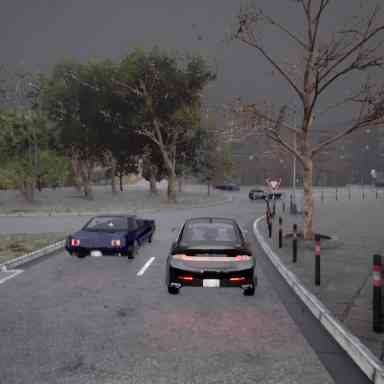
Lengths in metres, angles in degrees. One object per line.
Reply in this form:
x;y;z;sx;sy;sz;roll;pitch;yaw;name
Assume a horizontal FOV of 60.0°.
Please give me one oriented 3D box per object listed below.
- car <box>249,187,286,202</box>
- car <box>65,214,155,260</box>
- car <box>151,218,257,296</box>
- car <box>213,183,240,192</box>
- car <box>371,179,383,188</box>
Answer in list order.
7.953;0.189;34.731;4.902;1.511;2.128;-3;4;-43;car
-2.569;1.420;11.771;1.895;1.301;4.718;0;2;4;car
0.474;1.398;8.484;2.128;1.511;4.902;0;1;3;car
5.513;-0.787;53.608;1.895;1.301;4.718;-2;4;-36;car
34.490;-1.567;59.918;2.185;1.767;4.553;-1;4;-16;car
